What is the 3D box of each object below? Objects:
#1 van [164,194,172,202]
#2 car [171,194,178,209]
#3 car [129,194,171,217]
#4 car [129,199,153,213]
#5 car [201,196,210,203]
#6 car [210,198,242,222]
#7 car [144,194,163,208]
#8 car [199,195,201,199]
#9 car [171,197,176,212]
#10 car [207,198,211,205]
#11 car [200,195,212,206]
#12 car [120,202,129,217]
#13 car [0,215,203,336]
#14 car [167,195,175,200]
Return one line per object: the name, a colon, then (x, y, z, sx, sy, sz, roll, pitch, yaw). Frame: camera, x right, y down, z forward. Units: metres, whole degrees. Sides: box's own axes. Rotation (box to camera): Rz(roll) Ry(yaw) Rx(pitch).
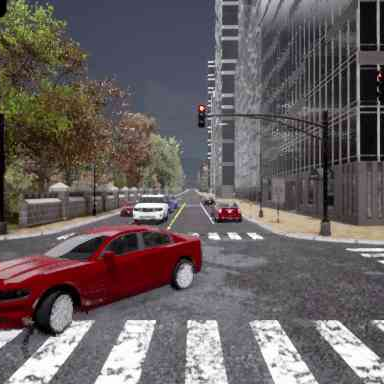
van: (-5.527, 1.303, 77.202, 1.690, 1.788, 3.998, 0, 0, 0)
car: (-2.994, 1.349, 45.885, 2.097, 1.767, 4.553, 0, 0, 0)
car: (-3.050, 1.220, 25.521, 2.150, 2.045, 5.566, 0, 0, 0)
car: (-5.612, 1.549, 37.420, 2.008, 1.369, 4.403, 0, 0, 0)
car: (2.842, 1.497, 71.663, 1.752, 1.417, 4.829, 0, 0, 0)
car: (2.746, 1.439, 26.042, 1.967, 1.590, 4.097, 0, 0, 0)
car: (-5.587, 1.310, 48.786, 2.192, 1.841, 5.009, 0, 0, 0)
car: (2.817, 1.427, 60.128, 1.967, 1.590, 4.097, 0, 0, 0)
car: (-3.024, 1.524, 35.675, 1.812, 1.442, 4.674, 0, 0, 0)
car: (2.757, 1.564, 31.722, 1.947, 1.339, 4.313, 0, 0, 0)
car: (2.805, 1.558, 54.447, 1.947, 1.339, 4.313, 0, 0, 0)
car: (-5.624, 1.543, 31.737, 1.887, 1.381, 4.507, 0, 0, 0)
car: (-1.799, 1.480, 7.061, 1.882, 1.535, 5.008, -2, -1, 39)
car: (-5.504, 1.520, 88.569, 1.802, 1.307, 4.206, 0, 0, 0)
